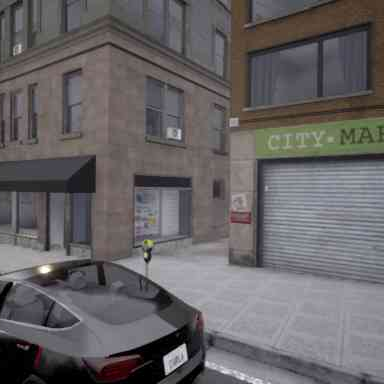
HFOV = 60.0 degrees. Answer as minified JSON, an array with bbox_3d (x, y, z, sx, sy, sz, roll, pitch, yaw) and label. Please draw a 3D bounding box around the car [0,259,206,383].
[{"bbox_3d":[-1.841,1.565,4.255,4.313,1.339,1.947,0,1,35],"label":"car"}]
